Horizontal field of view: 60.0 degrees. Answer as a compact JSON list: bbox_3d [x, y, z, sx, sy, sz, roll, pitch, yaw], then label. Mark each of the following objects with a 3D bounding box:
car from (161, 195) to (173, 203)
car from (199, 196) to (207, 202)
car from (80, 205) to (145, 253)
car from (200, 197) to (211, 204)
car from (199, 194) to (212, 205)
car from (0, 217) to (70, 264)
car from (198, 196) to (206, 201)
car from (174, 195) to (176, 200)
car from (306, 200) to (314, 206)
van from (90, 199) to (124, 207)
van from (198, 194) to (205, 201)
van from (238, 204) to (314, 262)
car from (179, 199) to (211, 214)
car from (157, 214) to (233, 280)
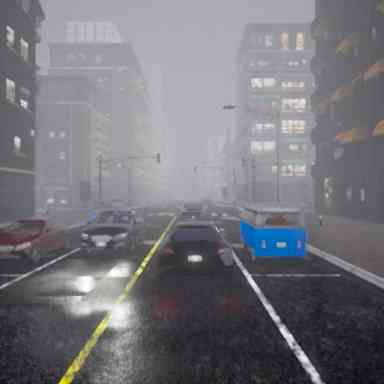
[{"bbox_3d":[-5.703,1.638,72.081,2.008,1.369,4.403,0,0,0],"label":"car"},{"bbox_3d":[2.676,1.686,83.151,1.802,1.307,4.206,0,0,0],"label":"car"},{"bbox_3d":[-3.097,1.506,13.756,2.128,1.511,4.902,0,0,0],"label":"car"},{"bbox_3d":[2.679,1.631,66.547,2.008,1.369,4.403,0,0,0],"label":"car"},{"bbox_3d":[2.680,1.513,61.014,1.967,1.590,4.097,0,0,0],"label":"car"},{"bbox_3d":[-5.691,1.595,11.848,1.802,1.307,4.206,0,0,0],"label":"car"},{"bbox_3d":[2.674,1.695,88.685,1.802,1.307,4.206,0,0,0],"label":"car"},{"bbox_3d":[-5.705,1.670,83.150,1.947,1.339,4.313,0,0,0],"label":"car"},{"bbox_3d":[18.249,1.315,46.569,4.313,1.339,1.947,-1,1,0],"label":"car"},{"bbox_3d":[-5.805,1.366,23.116,1.690,1.788,3.998,0,0,0],"label":"van"},{"bbox_3d":[2.674,1.464,94.220,1.690,1.788,3.998,0,0,0],"label":"van"},{"bbox_3d":[2.690,1.354,11.845,1.690,1.788,3.998,0,0,0],"label":"van"},{"bbox_3d":[0.083,1.519,25.114,2.128,1.511,4.902,0,0,0],"label":"car"},{"bbox_3d":[0.083,1.576,10.060,1.994,1.385,4.181,0,0,0],"label":"car"}]
